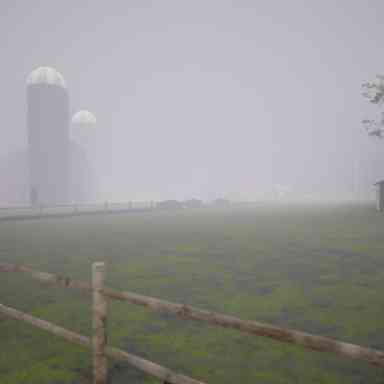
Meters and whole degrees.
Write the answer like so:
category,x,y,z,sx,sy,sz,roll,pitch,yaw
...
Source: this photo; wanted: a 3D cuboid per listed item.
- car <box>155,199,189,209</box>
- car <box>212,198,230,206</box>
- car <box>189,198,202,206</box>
category,x,y,z,sx,sy,sz,roll,pitch,yaw
car,-3.246,1.813,50.051,2.033,1.411,5.357,0,0,36
car,5.417,1.815,62.150,1.994,1.385,4.181,0,0,36
car,-0.011,1.832,59.303,1.994,1.385,4.181,0,0,36
